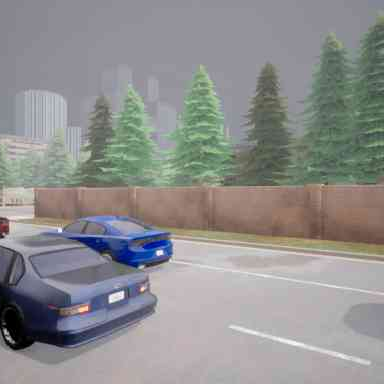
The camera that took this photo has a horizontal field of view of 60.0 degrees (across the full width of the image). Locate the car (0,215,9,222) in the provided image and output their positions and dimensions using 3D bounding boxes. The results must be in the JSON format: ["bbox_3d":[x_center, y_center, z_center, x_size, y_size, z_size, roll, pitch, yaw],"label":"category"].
[{"bbox_3d":[-10.708,1.478,15.926,5.008,1.535,1.882,0,0,35],"label":"car"}]

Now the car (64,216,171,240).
[{"bbox_3d":[-2.880,1.478,10.345,5.008,1.535,1.882,0,0,35],"label":"car"}]

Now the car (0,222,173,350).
[{"bbox_3d":[-3.126,1.547,6.214,5.357,1.411,2.033,0,0,35],"label":"car"}]
